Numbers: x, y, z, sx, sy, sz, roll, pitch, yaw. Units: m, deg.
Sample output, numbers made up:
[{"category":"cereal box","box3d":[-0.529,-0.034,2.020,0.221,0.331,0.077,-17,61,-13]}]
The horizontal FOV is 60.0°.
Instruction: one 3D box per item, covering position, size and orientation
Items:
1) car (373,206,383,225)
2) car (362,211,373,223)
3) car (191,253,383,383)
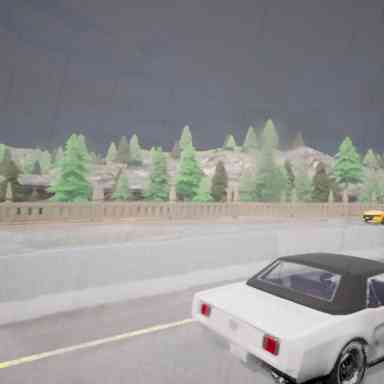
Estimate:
[{"category":"car","box3d":[15.596,1.806,23.244,4.902,1.511,2.128,1,-1,-20]},{"category":"car","box3d":[16.295,1.833,27.193,5.008,1.535,1.882,1,-1,-19]},{"category":"car","box3d":[2.442,1.653,5.170,4.718,1.301,1.895,1,0,-32]}]
